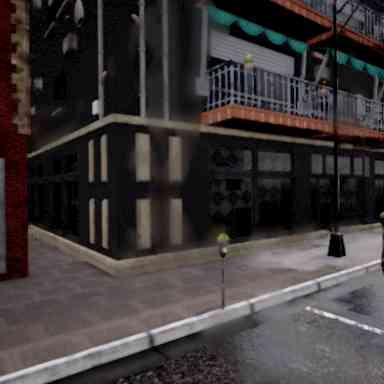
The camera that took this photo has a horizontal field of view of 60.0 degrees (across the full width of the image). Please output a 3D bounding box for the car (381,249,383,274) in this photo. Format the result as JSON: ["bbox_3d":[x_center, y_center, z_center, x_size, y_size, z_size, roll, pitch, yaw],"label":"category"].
[{"bbox_3d":[6.223,1.032,7.341,5.009,1.841,2.192,-2,2,-36],"label":"car"}]
